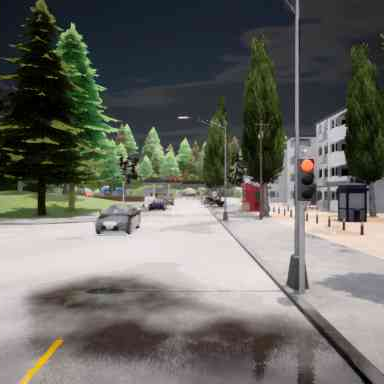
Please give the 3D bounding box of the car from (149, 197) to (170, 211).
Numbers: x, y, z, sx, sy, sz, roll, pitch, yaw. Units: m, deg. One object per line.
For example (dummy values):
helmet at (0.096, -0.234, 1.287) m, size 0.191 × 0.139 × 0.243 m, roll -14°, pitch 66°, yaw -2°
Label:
car at (-4.100, 1.601, 40.499) m, size 1.895 × 1.301 × 4.718 m, roll 0°, pitch 0°, yaw 0°

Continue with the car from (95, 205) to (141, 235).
car at (-4.101, 1.491, 19.029) m, size 2.128 × 1.511 × 4.902 m, roll 0°, pitch 0°, yaw 0°

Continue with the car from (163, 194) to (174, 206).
car at (-4.073, 1.356, 54.610) m, size 2.097 × 1.767 × 4.553 m, roll 0°, pitch 0°, yaw 0°
